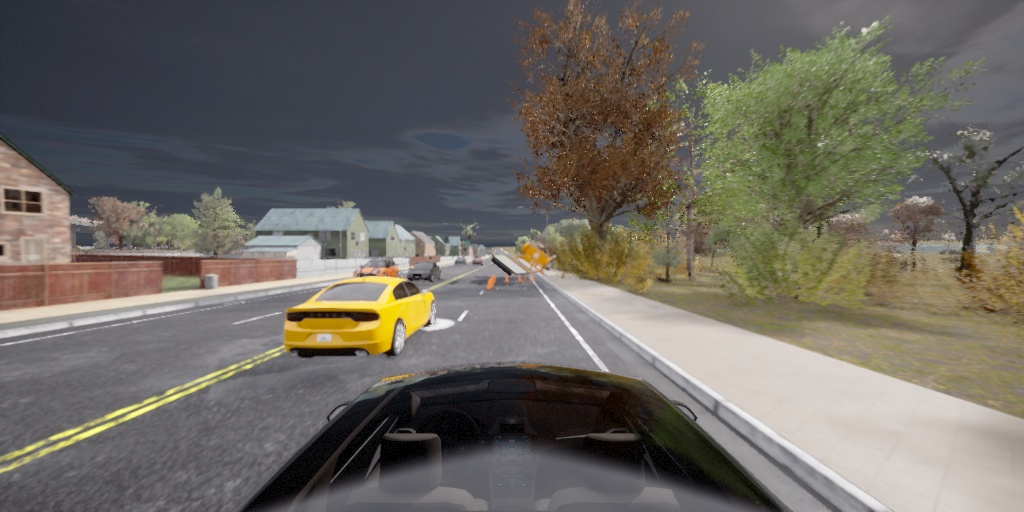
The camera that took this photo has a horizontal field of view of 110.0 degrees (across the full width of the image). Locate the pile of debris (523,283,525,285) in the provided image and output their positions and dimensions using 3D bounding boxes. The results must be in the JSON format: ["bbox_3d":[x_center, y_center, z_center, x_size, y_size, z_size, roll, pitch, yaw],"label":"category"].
[{"bbox_3d":[-0.014,1.884,21.662,1.860,0.140,1.500,0,0,0],"label":"pile of debris"}]

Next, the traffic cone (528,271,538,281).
[{"bbox_3d":[1.620,1.664,27.648,0.340,0.580,0.340,0,0,0],"label":"traffic cone"}]

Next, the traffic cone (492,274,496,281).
[{"bbox_3d":[-1.379,1.671,23.649,0.340,0.580,0.340,0,0,0],"label":"traffic cone"}]

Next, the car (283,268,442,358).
[{"bbox_3d":[-3.151,1.218,8.494,1.882,1.535,5.008,0,0,0],"label":"car"}]

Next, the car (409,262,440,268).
[{"bbox_3d":[-6.591,1.214,27.301,1.837,1.490,4.892,0,0,0],"label":"car"}]

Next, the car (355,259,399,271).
[{"bbox_3d":[-9.841,1.064,26.273,2.097,1.767,4.553,0,0,0],"label":"car"}]

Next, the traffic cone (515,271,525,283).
[{"bbox_3d":[0.620,1.664,27.649,0.340,0.580,0.340,0,0,0],"label":"traffic cone"}]

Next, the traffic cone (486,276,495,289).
[{"bbox_3d":[-1.379,1.674,21.649,0.340,0.580,0.340,0,0,0],"label":"traffic cone"}]

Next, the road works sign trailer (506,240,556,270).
[{"bbox_3d":[1.620,-1.088,24.285,2.380,3.560,2.880,0,0,41],"label":"road works sign trailer"}]

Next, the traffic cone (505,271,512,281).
[{"bbox_3d":[-0.379,1.664,27.649,0.340,0.580,0.340,0,0,0],"label":"traffic cone"}]
